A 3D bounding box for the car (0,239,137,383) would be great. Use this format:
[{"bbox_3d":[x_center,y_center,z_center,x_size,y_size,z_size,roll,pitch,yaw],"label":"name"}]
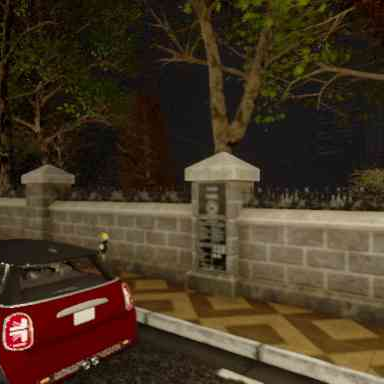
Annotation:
[{"bbox_3d":[-2.791,1.411,4.878,4.097,1.590,1.967,0,0,36],"label":"car"}]
